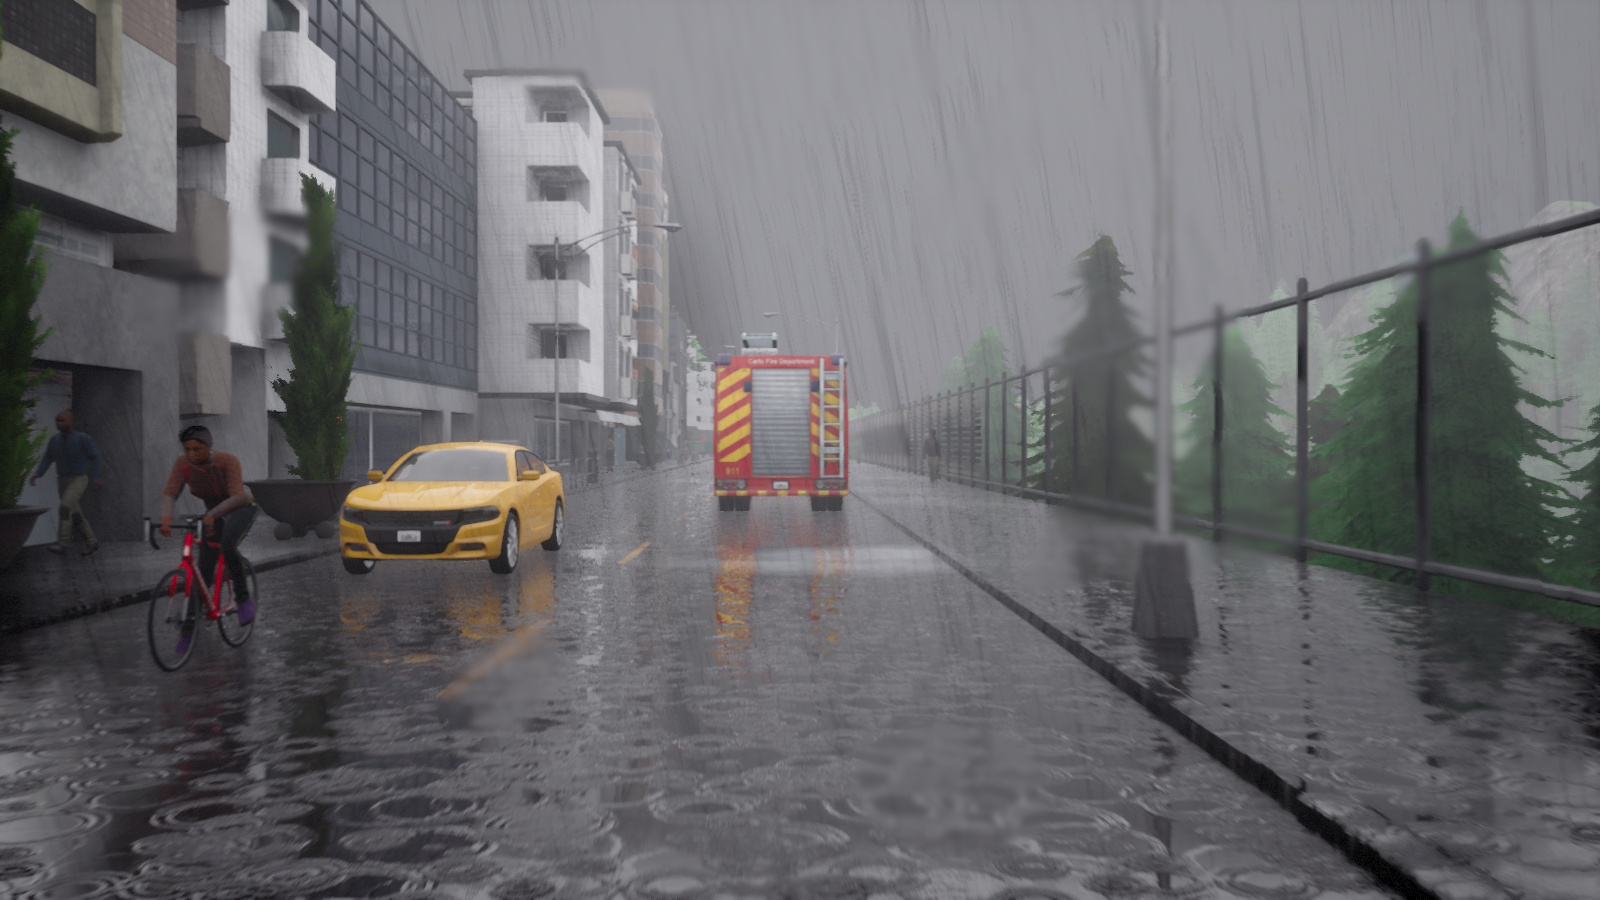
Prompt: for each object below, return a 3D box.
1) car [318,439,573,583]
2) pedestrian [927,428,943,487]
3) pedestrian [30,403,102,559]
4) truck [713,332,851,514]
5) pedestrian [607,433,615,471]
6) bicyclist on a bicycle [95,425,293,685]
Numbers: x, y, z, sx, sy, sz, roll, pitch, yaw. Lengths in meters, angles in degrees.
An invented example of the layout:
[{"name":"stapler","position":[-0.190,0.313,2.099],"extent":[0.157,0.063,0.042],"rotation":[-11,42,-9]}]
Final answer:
[{"name":"car","position":[-4.224,0.632,15.874],"extent":[1.882,1.535,5.008],"rotation":[0,0,-1]},{"name":"pedestrian","position":[4.248,0.236,39.566],"extent":[0.431,1.840,0.703],"rotation":[0,0,1]},{"name":"pedestrian","position":[-8.873,0.364,15.198],"extent":[0.370,1.835,0.726],"rotation":[0,0,10]},{"name":"truck","position":[-0.449,-0.591,30.589],"extent":[2.891,3.827,8.468],"rotation":[0,0,-1]},{"name":"pedestrian","position":[-9.213,0.106,61.219],"extent":[0.345,1.836,0.594],"rotation":[0,0,0]},{"name":"bicyclist on a bicycle","position":[-4.114,0.648,8.666],"extent":[0.582,1.620,1.656],"rotation":[0,1,-1]}]
